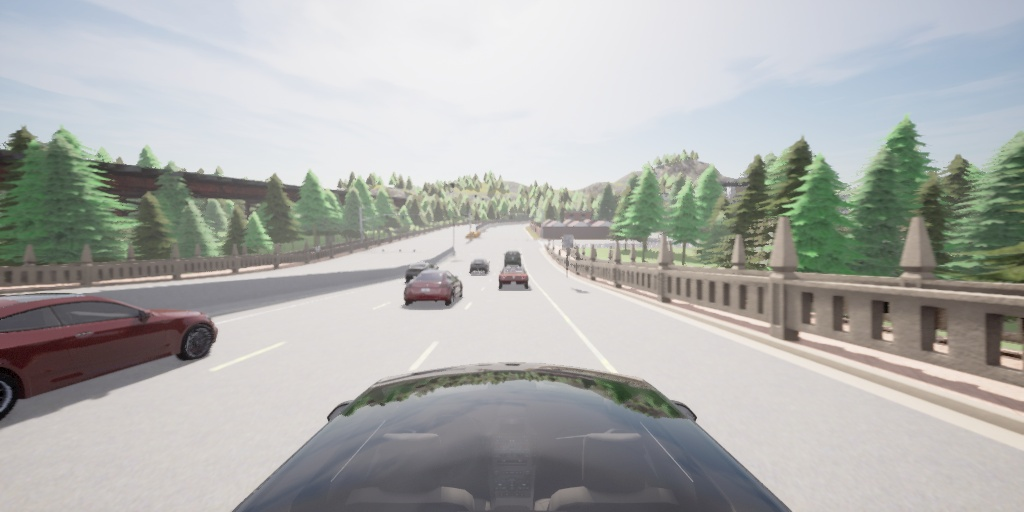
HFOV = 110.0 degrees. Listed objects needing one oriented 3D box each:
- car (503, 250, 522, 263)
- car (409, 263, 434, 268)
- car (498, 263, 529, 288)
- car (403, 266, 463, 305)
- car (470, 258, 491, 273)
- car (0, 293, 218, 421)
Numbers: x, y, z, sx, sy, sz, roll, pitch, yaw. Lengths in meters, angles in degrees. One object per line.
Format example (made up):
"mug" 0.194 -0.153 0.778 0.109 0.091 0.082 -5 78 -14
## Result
"car" 0.077 0.243 45.307 2.150 2.045 5.566 0 4 0
"car" -6.908 1.255 28.071 1.837 1.490 4.892 0 0 0
"car" 0.093 1.358 23.967 1.895 1.301 4.718 0 0 0
"car" -3.405 1.318 16.160 1.994 1.385 4.181 0 0 0
"car" -3.411 0.977 38.334 1.837 1.490 4.892 0 2 0
"car" -6.901 1.276 5.329 1.812 1.442 4.674 0 0 0
